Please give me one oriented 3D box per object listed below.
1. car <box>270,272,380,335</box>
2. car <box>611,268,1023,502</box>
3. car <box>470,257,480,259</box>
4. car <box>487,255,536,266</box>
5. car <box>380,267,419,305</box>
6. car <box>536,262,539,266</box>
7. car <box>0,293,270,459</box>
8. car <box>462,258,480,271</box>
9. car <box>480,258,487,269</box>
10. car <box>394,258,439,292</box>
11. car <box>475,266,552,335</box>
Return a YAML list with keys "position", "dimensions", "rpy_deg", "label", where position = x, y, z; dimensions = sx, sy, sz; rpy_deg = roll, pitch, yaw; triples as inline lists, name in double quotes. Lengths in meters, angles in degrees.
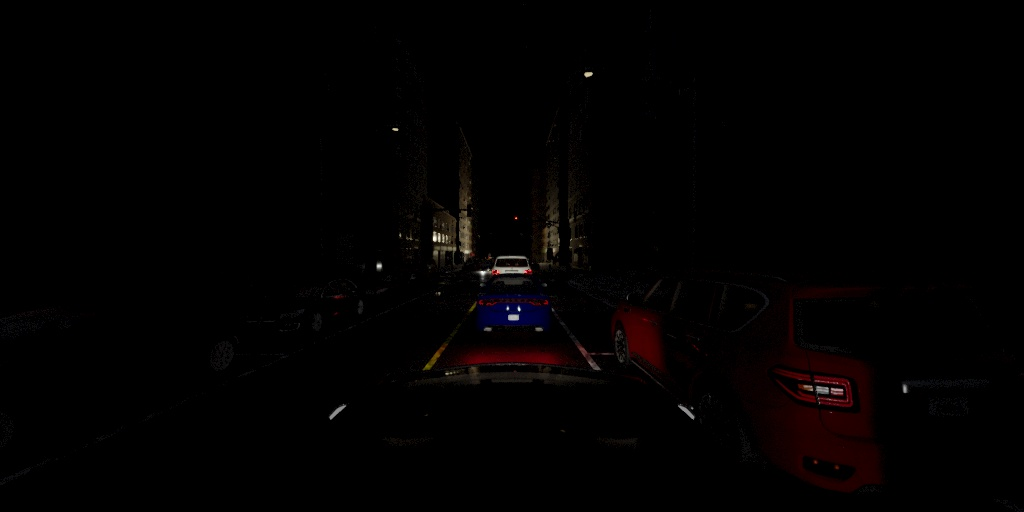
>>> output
- position: [-5.676, 1.299, 10.274]
  dimensions: [2.007, 1.370, 4.403]
  rpy_deg: [0, 0, 0]
  label: "car"
- position: [2.855, 1.064, 4.724]
  dimensions: [2.192, 1.841, 5.009]
  rpy_deg: [0, 0, 0]
  label: "car"
- position: [-5.728, 1.090, 54.004]
  dimensions: [2.192, 1.841, 5.009]
  rpy_deg: [0, 0, 0]
  label: "car"
- position: [-0.016, 0.971, 20.159]
  dimensions: [2.150, 2.045, 5.566]
  rpy_deg: [0, 0, 0]
  label: "car"
- position: [-5.683, 1.330, 15.857]
  dimensions: [1.802, 1.307, 4.207]
  rpy_deg: [0, 0, 0]
  label: "car"
- position: [2.804, 1.350, 48.476]
  dimensions: [1.802, 1.307, 4.207]
  rpy_deg: [0, 0, 0]
  label: "car"
- position: [-5.670, 1.294, 4.692]
  dimensions: [1.888, 1.381, 4.507]
  rpy_deg: [0, 0, 0]
  label: "car"
- position: [-5.721, 1.350, 48.439]
  dimensions: [1.802, 1.307, 4.207]
  rpy_deg: [0, 0, 0]
  label: "car"
- position: [-3.154, 1.295, 48.980]
  dimensions: [1.812, 1.442, 4.674]
  rpy_deg: [0, 0, -3]
  label: "car"
- position: [-5.689, 1.064, 21.439]
  dimensions: [2.192, 1.841, 5.009]
  rpy_deg: [0, 0, 0]
  label: "car"
- position: [0.044, 1.226, 10.499]
  dimensions: [1.882, 1.535, 5.008]
  rpy_deg: [0, 0, 0]
  label: "car"
